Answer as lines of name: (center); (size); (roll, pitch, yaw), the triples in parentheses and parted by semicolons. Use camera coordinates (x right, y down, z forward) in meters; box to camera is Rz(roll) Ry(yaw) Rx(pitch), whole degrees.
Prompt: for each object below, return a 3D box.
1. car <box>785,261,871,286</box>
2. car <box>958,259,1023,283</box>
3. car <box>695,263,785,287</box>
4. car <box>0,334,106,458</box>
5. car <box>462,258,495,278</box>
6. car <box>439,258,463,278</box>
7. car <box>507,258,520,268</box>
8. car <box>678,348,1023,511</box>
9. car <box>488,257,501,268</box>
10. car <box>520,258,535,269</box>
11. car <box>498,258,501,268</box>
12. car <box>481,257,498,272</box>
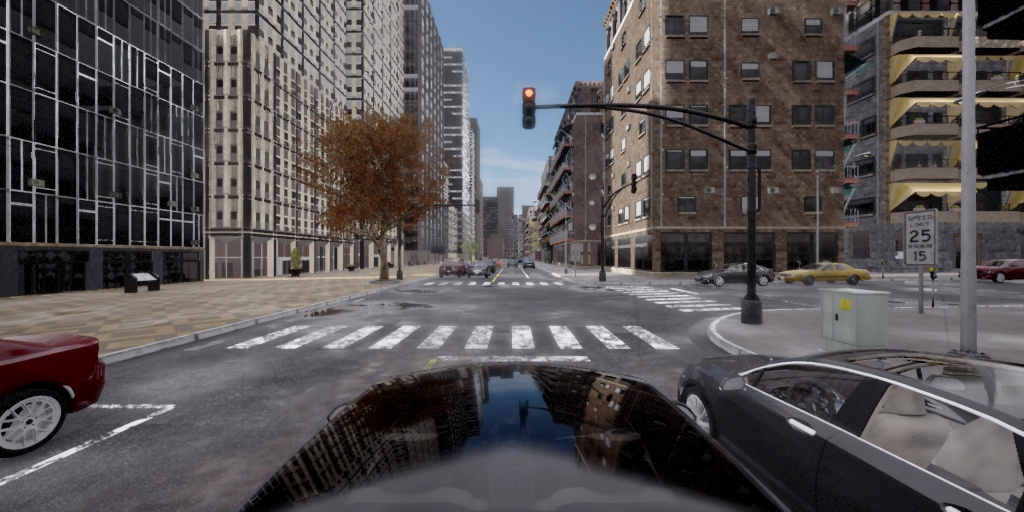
car: (18.834, 0.993, 21.788); (4.829, 1.417, 1.751); (0, 0, -1)
car: (30.139, 0.859, 21.901); (4.507, 1.381, 1.888); (0, 0, -1)
car: (13.437, 1.095, 21.734); (4.403, 1.370, 2.007); (0, 0, -1)
car: (-5.692, 1.295, 2.321); (1.888, 1.381, 4.507); (0, 0, 0)
car: (-3.096, 1.255, 34.198); (2.128, 1.511, 4.902); (0, 0, 0)
car: (-5.687, 1.079, 34.708); (2.192, 1.841, 5.009); (0, 0, 0)
car: (0.111, 1.284, 64.089); (2.128, 1.511, 4.902); (0, 0, 0)
car: (2.689, 1.300, 2.319); (2.007, 1.370, 4.403); (0, 0, 0)
car: (-3.039, 1.143, 63.105); (2.097, 1.767, 4.553); (0, 0, 1)
car: (2.698, 1.349, 56.798); (1.948, 1.339, 4.313); (0, 0, 0)
car: (-3.086, 1.380, 53.088); (1.895, 1.301, 4.718); (0, 0, 0)
car: (-3.092, 1.123, 43.370); (2.097, 1.767, 4.553); (0, 0, 0)
